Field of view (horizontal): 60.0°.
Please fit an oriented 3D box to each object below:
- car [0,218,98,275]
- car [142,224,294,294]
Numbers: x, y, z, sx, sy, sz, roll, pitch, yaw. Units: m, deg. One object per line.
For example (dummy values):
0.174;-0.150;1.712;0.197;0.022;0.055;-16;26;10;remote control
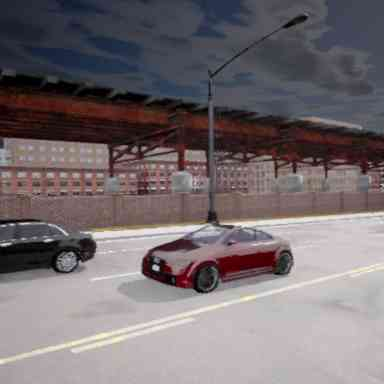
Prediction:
-5.066;1.507;8.975;4.892;1.490;1.837;0;0;-35;car
0.793;1.574;8.856;4.181;1.385;1.994;0;0;-35;car
